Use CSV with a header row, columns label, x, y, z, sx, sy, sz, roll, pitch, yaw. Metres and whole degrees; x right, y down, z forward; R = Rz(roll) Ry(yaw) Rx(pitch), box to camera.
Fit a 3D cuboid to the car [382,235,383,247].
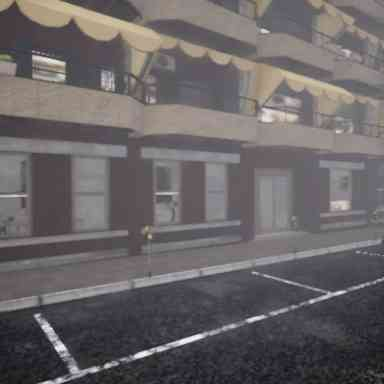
label,x,y,z,sx,sy,sz,roll,pitch,yaw
car,9.168,1.609,13.105,4.206,1.307,1.802,0,-1,-35
